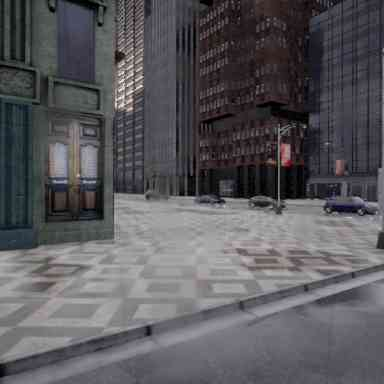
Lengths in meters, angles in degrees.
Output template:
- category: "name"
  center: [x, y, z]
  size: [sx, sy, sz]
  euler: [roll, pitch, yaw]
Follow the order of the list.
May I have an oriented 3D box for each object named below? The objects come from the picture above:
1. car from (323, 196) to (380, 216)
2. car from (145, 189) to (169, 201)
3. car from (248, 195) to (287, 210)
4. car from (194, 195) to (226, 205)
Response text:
- category: "car"
  center: [14.272, 1.135, 29.792]
  size: [2.097, 1.767, 4.553]
  euler: [0, 1, -35]
- category: "car"
  center: [-6.253, 0.573, 59.104]
  size: [2.150, 2.045, 5.566]
  euler: [0, 1, -35]
- category: "car"
  center: [8.537, 1.161, 37.940]
  size: [1.837, 1.490, 4.892]
  euler: [0, 0, -35]
- category: "car"
  center: [2.441, 1.069, 46.603]
  size: [2.033, 1.411, 5.357]
  euler: [0, 1, -35]
